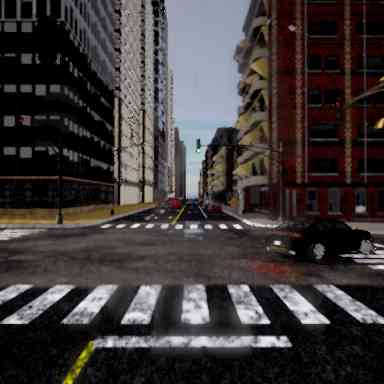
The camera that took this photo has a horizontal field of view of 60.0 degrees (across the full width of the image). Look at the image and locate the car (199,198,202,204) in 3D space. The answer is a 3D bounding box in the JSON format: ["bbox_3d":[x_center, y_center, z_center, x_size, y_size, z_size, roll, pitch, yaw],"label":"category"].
[{"bbox_3d":[2.682,2.183,58.341,2.008,1.369,4.403,0,-1,0],"label":"car"}]

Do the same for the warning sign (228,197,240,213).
[{"bbox_3d":[5.059,1.543,39.897,1.300,1.860,1.060,0,-1,0],"label":"warning sign"}]

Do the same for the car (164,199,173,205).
[{"bbox_3d":[-5.702,2.437,80.933,2.008,1.369,4.403,0,-1,0],"label":"car"}]

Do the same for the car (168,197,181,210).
[{"bbox_3d":[-3.065,1.819,55.049,2.150,2.045,5.566,0,-1,0],"label":"car"}]

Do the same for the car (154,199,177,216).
[{"bbox_3d":[-3.101,1.889,37.163,2.128,1.511,4.902,0,-1,0],"label":"car"}]

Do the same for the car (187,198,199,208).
[{"bbox_3d":[-0.009,2.278,62.404,1.895,1.301,4.718,0,-1,0],"label":"car"}]

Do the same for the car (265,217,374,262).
[{"bbox_3d":[5.163,1.734,13.246,5.008,1.535,1.882,2,-3,-32],"label":"car"}]

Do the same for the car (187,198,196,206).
[{"bbox_3d":[-0.011,2.099,72.378,1.882,1.535,5.008,0,-1,0],"label":"car"}]

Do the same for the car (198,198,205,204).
[{"bbox_3d":[2.676,2.457,92.232,1.967,1.590,4.097,0,-1,0],"label":"car"}]

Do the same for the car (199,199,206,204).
[{"bbox_3d":[2.677,2.533,86.582,1.802,1.307,4.206,0,-1,0],"label":"car"}]

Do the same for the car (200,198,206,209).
[{"bbox_3d":[2.683,2.120,52.694,2.008,1.369,4.403,0,-1,0],"label":"car"}]

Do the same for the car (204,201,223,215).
[{"bbox_3d":[2.735,2.009,39.777,1.802,1.307,4.206,0,-1,0],"label":"car"}]
